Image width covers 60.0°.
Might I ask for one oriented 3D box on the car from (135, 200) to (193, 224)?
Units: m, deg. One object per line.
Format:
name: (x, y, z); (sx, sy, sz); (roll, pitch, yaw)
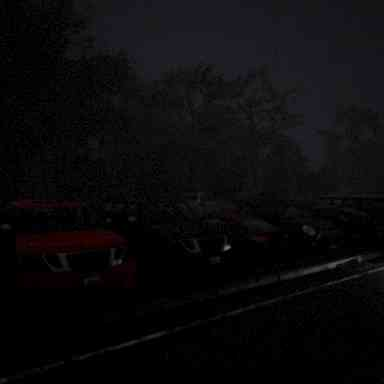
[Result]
car: (-2.239, 1.395, 24.974); (2.163, 1.488, 4.792); (-1, 0, -36)

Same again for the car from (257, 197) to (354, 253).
car: (3.445, 1.260, 13.032); (2.185, 1.767, 4.553); (-1, 0, -36)

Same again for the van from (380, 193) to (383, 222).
van: (14.793, 1.037, 21.254); (1.878, 1.987, 4.442); (-1, 0, -36)

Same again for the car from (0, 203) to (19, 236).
car: (-11.291, 1.464, 18.542); (2.231, 1.521, 4.892); (-1, 0, -36)

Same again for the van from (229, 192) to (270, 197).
van: (4.446, 1.067, 29.934); (1.878, 1.987, 4.442); (-1, 0, -36)

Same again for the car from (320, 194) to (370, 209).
car: (18.069, 1.092, 39.528); (2.097, 1.535, 5.008); (-1, 1, -36)

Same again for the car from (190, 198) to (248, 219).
car: (2.151, 1.314, 28.378); (1.946, 1.575, 5.366); (-1, 0, -36)

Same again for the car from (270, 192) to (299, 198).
car: (6.756, 1.017, 31.478); (2.435, 2.045, 5.566); (-1, 0, -36)

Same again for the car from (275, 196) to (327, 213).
car: (11.273, 1.237, 34.709); (2.163, 1.488, 4.792); (-1, 0, -36)

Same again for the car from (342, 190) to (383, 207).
car: (22.595, 0.752, 42.736); (2.435, 2.045, 5.566); (-1, 1, -36)

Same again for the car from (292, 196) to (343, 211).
car: (13.571, 1.205, 36.281); (2.163, 1.488, 4.792); (-1, 0, -36)

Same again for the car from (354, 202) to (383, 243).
car: (5.748, 1.362, 14.633); (2.231, 1.521, 4.892); (-1, 0, -36)

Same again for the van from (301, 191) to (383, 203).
van: (7.955, 1.111, 16.363); (1.878, 1.987, 4.442); (-1, 0, -36)

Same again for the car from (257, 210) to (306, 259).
car: (1.186, 1.450, 11.375); (2.002, 1.452, 4.674); (-1, 0, -36)

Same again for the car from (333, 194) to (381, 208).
car: (20.329, 1.050, 41.143); (2.231, 1.521, 4.892); (-1, 1, -36)

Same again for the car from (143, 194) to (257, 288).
car: (-1.081, 1.184, 9.721); (2.435, 2.045, 5.566); (-1, 0, -36)

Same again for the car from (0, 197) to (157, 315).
car: (-3.361, 1.208, 8.091); (2.435, 2.045, 5.566); (-1, 0, -36)

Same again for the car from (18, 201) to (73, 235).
car: (-8.921, 1.436, 20.002); (1.946, 1.575, 5.366); (-1, 0, -36)

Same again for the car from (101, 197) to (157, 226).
car: (-4.534, 1.264, 23.406); (2.185, 1.767, 4.553); (-1, 0, -36)

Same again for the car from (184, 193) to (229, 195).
car: (-0.017, 1.090, 26.634); (2.435, 2.045, 5.566); (-1, 0, -36)

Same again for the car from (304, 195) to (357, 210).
car: (15.700, 1.131, 38.067); (1.946, 1.575, 5.366); (-1, 1, -36)
